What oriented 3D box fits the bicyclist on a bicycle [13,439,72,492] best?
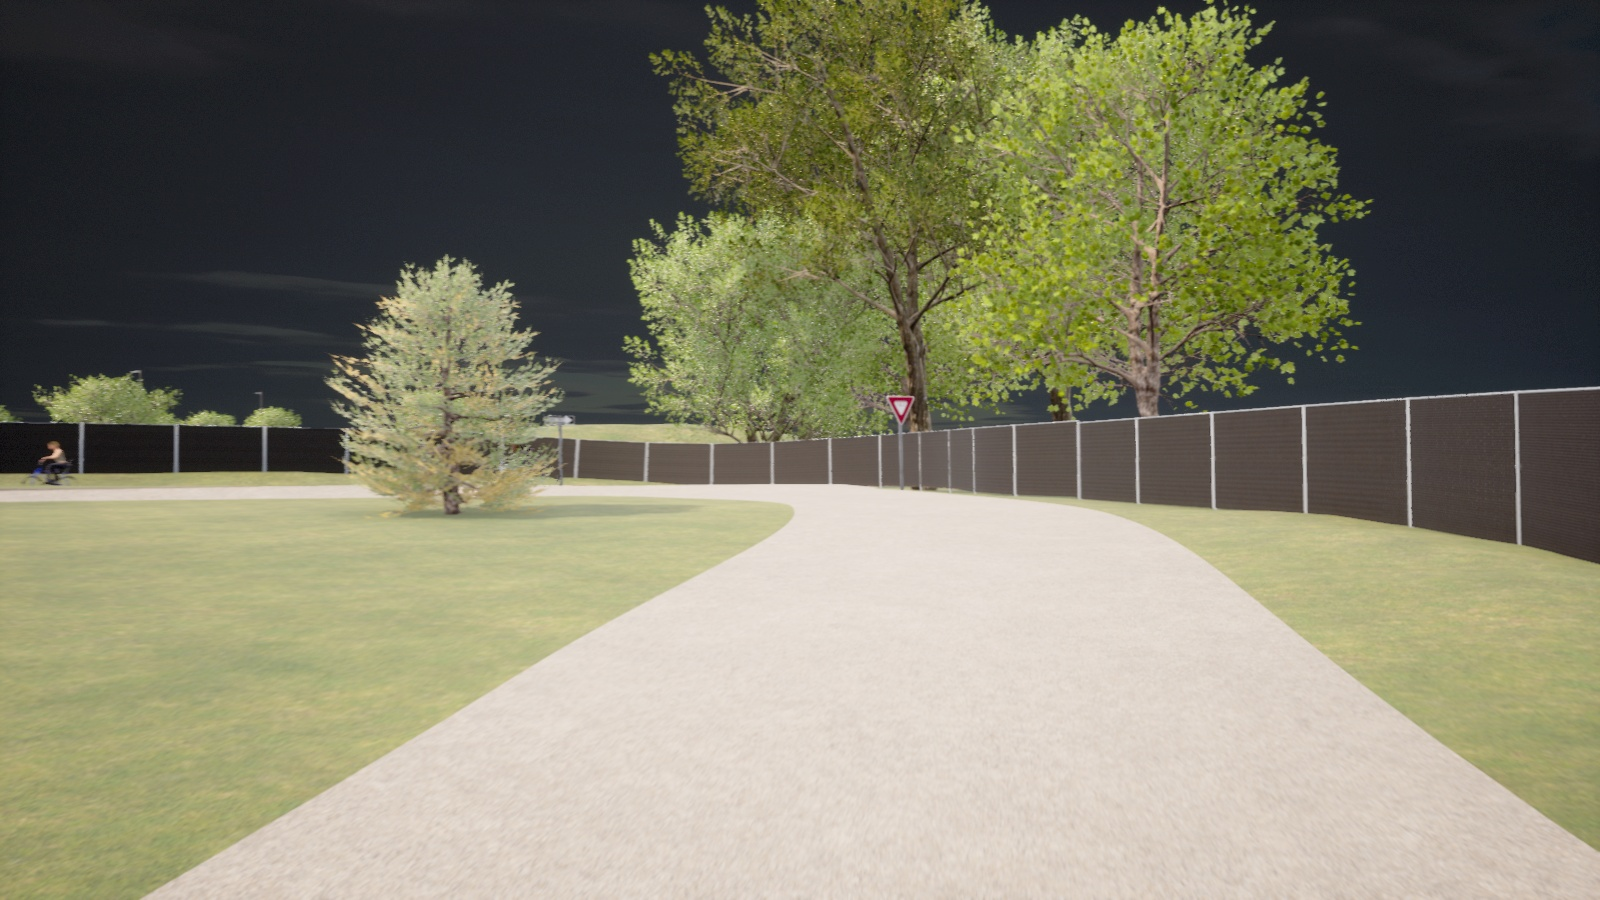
[{"bbox_3d":[-23.431,0.496,38.835,1.509,1.612,0.866,1,-3,-32],"label":"bicyclist on a bicycle"}]
